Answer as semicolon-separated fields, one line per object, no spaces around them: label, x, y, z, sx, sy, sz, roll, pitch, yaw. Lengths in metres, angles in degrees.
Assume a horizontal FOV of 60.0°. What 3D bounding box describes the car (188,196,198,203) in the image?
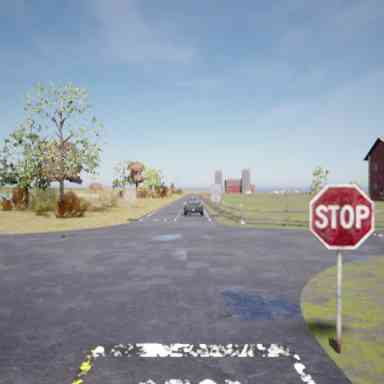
car;0.123;1.508;71.124;2.033;1.411;5.357;0;0;0

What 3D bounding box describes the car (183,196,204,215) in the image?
car;0.158;1.476;33.660;2.128;1.511;4.902;0;0;0
